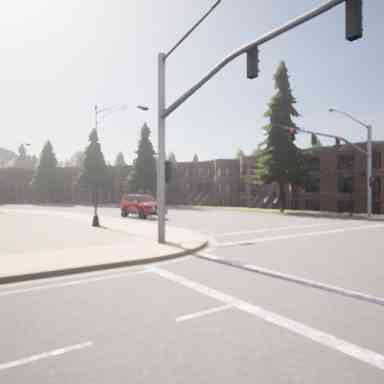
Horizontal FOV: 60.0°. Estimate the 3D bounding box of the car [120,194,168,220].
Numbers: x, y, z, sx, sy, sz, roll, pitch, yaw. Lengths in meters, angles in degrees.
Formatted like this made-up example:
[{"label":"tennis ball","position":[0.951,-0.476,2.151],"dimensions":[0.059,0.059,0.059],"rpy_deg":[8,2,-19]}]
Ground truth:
[{"label":"car","position":[-4.263,1.223,28.753],"dimensions":[2.150,2.045,5.566],"rpy_deg":[0,0,-37]}]
